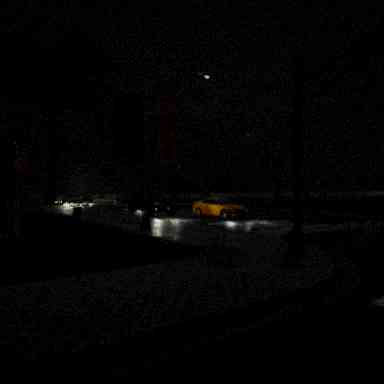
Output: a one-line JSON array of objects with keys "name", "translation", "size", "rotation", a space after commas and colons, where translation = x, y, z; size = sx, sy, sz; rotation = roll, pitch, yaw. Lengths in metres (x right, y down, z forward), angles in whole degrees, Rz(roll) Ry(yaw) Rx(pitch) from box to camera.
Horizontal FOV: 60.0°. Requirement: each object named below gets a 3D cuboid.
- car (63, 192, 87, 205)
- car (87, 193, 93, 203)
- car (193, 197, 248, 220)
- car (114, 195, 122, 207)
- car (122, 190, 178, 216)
[{"name": "car", "translation": [-16.617, 1.002, 46.193], "size": [1.812, 1.442, 4.674], "rotation": [1, 0, -35]}, {"name": "car", "translation": [-17.404, 0.859, 53.048], "size": [2.097, 1.767, 4.553], "rotation": [1, 0, -35]}, {"name": "car", "translation": [2.090, 1.174, 25.241], "size": [1.882, 1.535, 5.008], "rotation": [1, 0, -35]}, {"name": "car", "translation": [-7.516, 1.072, 38.866], "size": [2.128, 1.511, 4.902], "rotation": [1, 0, -35]}, {"name": "car", "translation": [-3.368, 0.846, 27.343], "size": [2.150, 2.045, 5.566], "rotation": [1, 0, -35]}]
